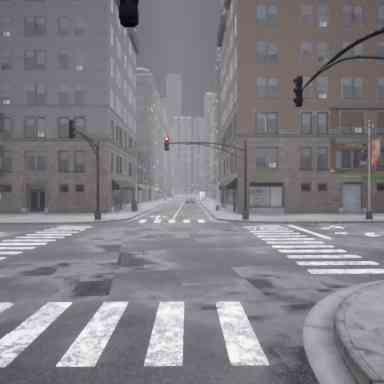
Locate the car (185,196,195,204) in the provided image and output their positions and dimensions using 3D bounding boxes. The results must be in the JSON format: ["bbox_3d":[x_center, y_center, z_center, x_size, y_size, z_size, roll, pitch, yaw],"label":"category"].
[{"bbox_3d":[-0.300,1.647,63.675,1.895,1.301,4.718,0,0,0],"label":"car"}]

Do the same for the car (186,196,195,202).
[{"bbox_3d":[-0.368,1.481,73.679,1.895,1.301,4.718,0,0,0],"label":"car"}]
